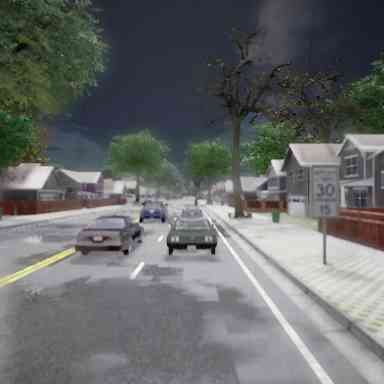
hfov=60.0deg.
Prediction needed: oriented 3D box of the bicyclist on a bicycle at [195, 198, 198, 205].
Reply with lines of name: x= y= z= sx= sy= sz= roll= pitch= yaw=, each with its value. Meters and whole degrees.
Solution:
bicyclist on a bicycle: x=0.891 y=2.181 z=69.834 sx=0.659 sy=1.776 sz=1.843 roll=0 pitch=-1 yaw=0

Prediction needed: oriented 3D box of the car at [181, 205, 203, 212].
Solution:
car: x=0.000 y=1.833 z=28.989 sx=2.033 sy=1.411 sz=5.357 roll=0 pitch=-1 yaw=0

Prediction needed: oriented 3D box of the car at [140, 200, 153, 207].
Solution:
car: x=-9.752 y=2.370 z=71.785 sx=2.033 sy=1.411 sz=5.357 roll=0 pitch=-1 yaw=0

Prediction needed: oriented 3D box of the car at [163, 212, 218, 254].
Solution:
car: x=0.001 y=1.734 z=14.109 sx=1.895 sy=1.301 sz=4.718 roll=0 pitch=-1 yaw=0

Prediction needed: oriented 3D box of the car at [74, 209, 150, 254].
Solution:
car: x=-3.249 y=1.680 z=13.991 sx=2.033 sy=1.411 sz=5.357 roll=0 pitch=-1 yaw=0

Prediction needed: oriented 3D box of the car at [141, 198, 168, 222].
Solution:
car: x=-3.249 y=1.637 z=29.076 sx=2.097 sy=1.767 sz=4.553 roll=0 pitch=-1 yaw=0
